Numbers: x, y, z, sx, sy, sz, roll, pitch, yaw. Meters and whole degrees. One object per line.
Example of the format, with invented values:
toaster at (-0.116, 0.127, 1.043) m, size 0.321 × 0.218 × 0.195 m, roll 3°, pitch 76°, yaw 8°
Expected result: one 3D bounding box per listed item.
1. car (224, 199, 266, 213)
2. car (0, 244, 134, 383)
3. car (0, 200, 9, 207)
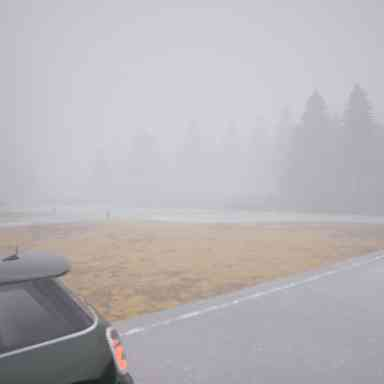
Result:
car at (5.952, 1.546, 37.884) m, size 4.902 × 1.511 × 2.128 m, roll 0°, pitch 0°, yaw 35°
car at (-2.736, 1.358, 2.178) m, size 4.553 × 1.767 × 2.097 m, roll 0°, pitch 0°, yaw -35°
car at (-31.046, 1.609, 52.032) m, size 1.994 × 1.381 × 4.181 m, roll 0°, pitch 0°, yaw 34°
